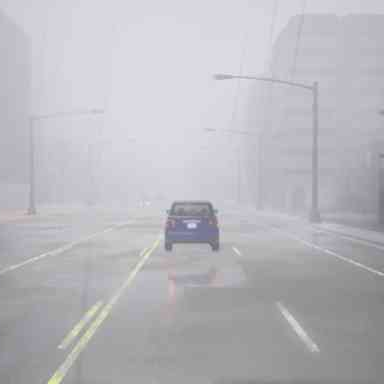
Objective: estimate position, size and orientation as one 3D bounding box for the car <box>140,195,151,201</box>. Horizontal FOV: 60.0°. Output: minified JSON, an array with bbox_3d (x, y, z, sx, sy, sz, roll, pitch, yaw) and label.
[{"bbox_3d":[-10.503,1.390,74.701,1.895,1.301,4.718,0,1,0],"label":"car"}]

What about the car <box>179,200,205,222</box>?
[{"bbox_3d":[-0.001,1.653,29.634,2.097,1.767,4.553,0,-1,0],"label":"car"}]

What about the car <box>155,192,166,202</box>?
[{"bbox_3d":[-7.003,1.023,74.692,2.150,2.045,5.566,0,1,0],"label":"car"}]

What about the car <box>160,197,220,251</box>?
[{"bbox_3d":[0.000,1.345,14.691,2.150,2.045,5.566,0,-1,0],"label":"car"}]
